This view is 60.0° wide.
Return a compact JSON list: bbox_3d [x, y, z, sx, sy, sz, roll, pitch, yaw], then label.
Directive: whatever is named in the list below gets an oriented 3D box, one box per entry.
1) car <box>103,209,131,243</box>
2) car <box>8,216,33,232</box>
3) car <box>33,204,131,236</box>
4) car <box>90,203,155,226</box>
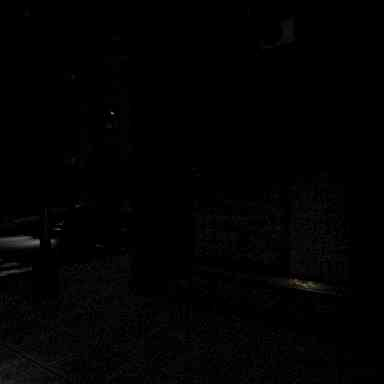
[{"bbox_3d":[-1.570,1.560,15.166,1.947,1.339,4.313,0,0,36],"label":"car"},{"bbox_3d":[-8.190,1.554,19.706,1.752,1.417,4.829,0,0,36],"label":"car"},{"bbox_3d":[-5.870,1.523,18.581,1.837,1.490,4.892,0,0,35],"label":"car"},{"bbox_3d":[-4.940,1.583,24.246,2.008,1.369,4.403,0,0,36],"label":"car"}]
